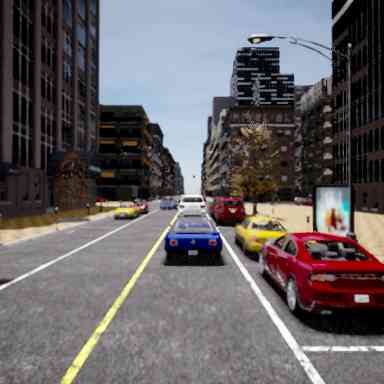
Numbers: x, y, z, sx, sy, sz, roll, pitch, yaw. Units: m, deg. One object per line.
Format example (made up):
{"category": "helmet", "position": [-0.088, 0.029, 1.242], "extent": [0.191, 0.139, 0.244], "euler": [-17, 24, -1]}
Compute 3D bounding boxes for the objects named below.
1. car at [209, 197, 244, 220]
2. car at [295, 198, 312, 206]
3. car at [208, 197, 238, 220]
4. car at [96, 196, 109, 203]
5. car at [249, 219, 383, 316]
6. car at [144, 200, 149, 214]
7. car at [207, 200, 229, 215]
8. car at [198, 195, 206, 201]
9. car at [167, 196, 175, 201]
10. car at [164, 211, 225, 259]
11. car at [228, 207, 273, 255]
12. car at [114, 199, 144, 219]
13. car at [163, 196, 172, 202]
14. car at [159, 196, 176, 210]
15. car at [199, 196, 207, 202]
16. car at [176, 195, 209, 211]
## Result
{"category": "car", "position": [2.688, 1.358, 24.182], "extent": [2.192, 1.841, 5.009], "euler": [1, 0, 0]}
{"category": "car", "position": [20.816, 1.856, 60.037], "extent": [4.097, 1.590, 1.967], "euler": [1, -2, 0]}
{"category": "car", "position": [2.685, 1.368, 29.742], "extent": [2.192, 1.841, 5.009], "euler": [1, 0, 0]}
{"category": "car", "position": [-17.282, 1.366, 59.694], "extent": [4.507, 1.381, 1.887], "euler": [1, -2, 0]}
{"category": "car", "position": [2.694, 1.558, 7.504], "extent": [1.887, 1.381, 4.507], "euler": [1, 0, 0]}
{"category": "car", "position": [-5.699, 1.503, 35.299], "extent": [1.967, 1.590, 4.097], "euler": [1, 0, 0]}
{"category": "car", "position": [2.680, 1.607, 35.302], "extent": [1.887, 1.381, 4.507], "euler": [1, 0, 0]}
{"category": "car", "position": [2.653, 1.605, 89.862], "extent": [1.967, 1.590, 4.097], "euler": [1, 0, 0]}
{"category": "car", "position": [-5.729, 1.709, 89.871], "extent": [1.887, 1.381, 4.507], "euler": [1, 0, 0]}
{"category": "car", "position": [0.056, 1.623, 12.668], "extent": [1.895, 1.301, 4.718], "euler": [0, 0, 0]}
{"category": "car", "position": [2.692, 1.549, 13.233], "extent": [1.752, 1.417, 4.829], "euler": [1, 0, 0]}
{"category": "car", "position": [-5.697, 1.578, 29.569], "extent": [1.752, 1.417, 4.829], "euler": [1, 0, 0]}
{"category": "car", "position": [-5.723, 1.668, 78.654], "extent": [1.752, 1.417, 4.829], "euler": [1, 0, 0]}
{"category": "car", "position": [-3.092, 1.429, 43.787], "extent": [2.097, 1.767, 4.553], "euler": [0, 0, 0]}
{"category": "car", "position": [2.655, 1.698, 84.338], "extent": [1.887, 1.381, 4.507], "euler": [1, 0, 0]}
{"category": "car", "position": [0.051, 1.273, 28.078], "extent": [2.150, 2.045, 5.566], "euler": [0, 0, 0]}
